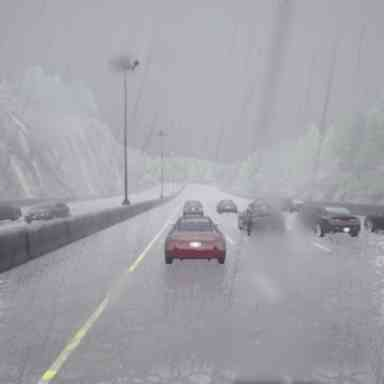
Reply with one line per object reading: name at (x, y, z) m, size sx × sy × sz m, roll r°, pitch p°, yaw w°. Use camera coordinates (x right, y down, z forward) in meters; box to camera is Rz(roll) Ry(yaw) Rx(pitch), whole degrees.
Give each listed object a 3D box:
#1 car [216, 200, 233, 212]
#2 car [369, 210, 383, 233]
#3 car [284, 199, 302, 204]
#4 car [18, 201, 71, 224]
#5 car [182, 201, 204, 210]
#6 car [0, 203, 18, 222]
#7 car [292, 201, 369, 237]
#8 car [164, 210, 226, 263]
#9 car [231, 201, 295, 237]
car at (3.608, 1.507, 35.255) m, size 1.994 × 1.385 × 4.181 m, roll 0°, pitch 0°, yaw 0°
car at (10.604, 1.465, 16.742) m, size 2.128 × 1.511 × 4.902 m, roll 0°, pitch 0°, yaw 0°
car at (10.608, 1.471, 34.447) m, size 1.812 × 1.442 × 4.674 m, roll 0°, pitch 0°, yaw 0°
car at (-10.590, 1.466, 24.718) m, size 1.837 × 1.490 × 4.892 m, roll 0°, pitch 0°, yaw 0°
car at (0.107, 1.499, 29.933) m, size 2.033 × 1.411 × 5.357 m, roll 0°, pitch 0°, yaw 0°
car at (-14.093, 1.510, 23.592) m, size 2.033 × 1.411 × 5.357 m, roll 0°, pitch 0°, yaw 0°
car at (7.104, 1.477, 17.704) m, size 1.837 × 1.490 × 4.892 m, roll 0°, pitch 0°, yaw 0°
car at (0.103, 1.545, 11.972) m, size 1.994 × 1.385 × 4.181 m, roll 0°, pitch 0°, yaw 0°
car at (3.604, 1.463, 17.838) m, size 2.128 × 1.511 × 4.902 m, roll 0°, pitch 0°, yaw 0°
